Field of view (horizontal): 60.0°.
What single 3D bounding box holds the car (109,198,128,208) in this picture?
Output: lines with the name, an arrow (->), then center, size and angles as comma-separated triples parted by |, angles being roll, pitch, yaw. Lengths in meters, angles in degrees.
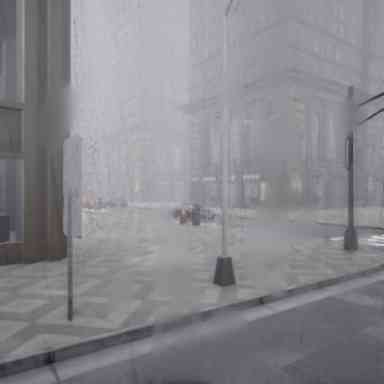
car -> -11.102, 1.551, 48.031 | 2.033, 1.411, 5.357 | 0, 0, -35

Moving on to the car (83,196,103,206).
car -> -16.739, 1.509, 55.848 | 1.812, 1.442, 4.674 | 0, 0, -35

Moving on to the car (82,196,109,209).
car -> -13.844, 1.352, 46.562 | 2.097, 1.767, 4.553 | 0, 0, -35

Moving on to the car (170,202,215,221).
car -> -0.068, 1.569, 27.108 | 1.812, 1.442, 4.674 | 0, 0, -35
